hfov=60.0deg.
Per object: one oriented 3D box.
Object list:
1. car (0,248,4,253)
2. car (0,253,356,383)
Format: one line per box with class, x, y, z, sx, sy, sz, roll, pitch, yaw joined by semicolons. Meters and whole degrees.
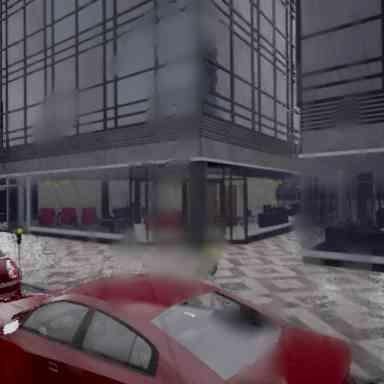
car;-5.303;1.522;6.752;4.097;1.590;1.967;-1;-1;36
car;-0.743;1.570;3.497;4.507;1.381;1.887;-1;-1;36
